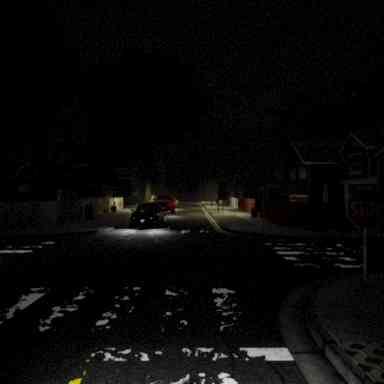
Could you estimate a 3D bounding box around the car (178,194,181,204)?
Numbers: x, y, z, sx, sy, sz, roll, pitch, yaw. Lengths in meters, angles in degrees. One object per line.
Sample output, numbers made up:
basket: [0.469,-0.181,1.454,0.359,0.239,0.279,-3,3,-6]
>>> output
car: [-2.915,1.489,46.697,1.882,1.535,5.008,0,0,0]

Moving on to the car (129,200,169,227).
car: [-2.931,1.505,22.539,1.837,1.490,4.892,0,0,2]

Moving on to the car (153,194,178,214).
car: [-2.917,1.228,35.768,2.150,2.045,5.566,0,0,-2]
